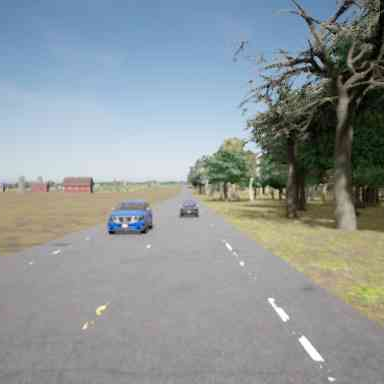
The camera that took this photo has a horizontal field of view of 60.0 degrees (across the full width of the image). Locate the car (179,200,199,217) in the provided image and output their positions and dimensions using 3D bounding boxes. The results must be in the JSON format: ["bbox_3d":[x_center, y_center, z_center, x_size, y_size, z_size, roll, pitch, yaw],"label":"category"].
[{"bbox_3d":[-0.288,1.737,34.382,2.128,1.511,4.902,0,0,-1],"label":"car"}]

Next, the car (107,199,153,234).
[{"bbox_3d":[-3.729,1.515,21.035,2.150,2.045,5.566,0,0,-1],"label":"car"}]

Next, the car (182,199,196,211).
[{"bbox_3d":[-0.442,1.810,46.265,1.812,1.442,4.674,0,0,-1],"label":"car"}]
